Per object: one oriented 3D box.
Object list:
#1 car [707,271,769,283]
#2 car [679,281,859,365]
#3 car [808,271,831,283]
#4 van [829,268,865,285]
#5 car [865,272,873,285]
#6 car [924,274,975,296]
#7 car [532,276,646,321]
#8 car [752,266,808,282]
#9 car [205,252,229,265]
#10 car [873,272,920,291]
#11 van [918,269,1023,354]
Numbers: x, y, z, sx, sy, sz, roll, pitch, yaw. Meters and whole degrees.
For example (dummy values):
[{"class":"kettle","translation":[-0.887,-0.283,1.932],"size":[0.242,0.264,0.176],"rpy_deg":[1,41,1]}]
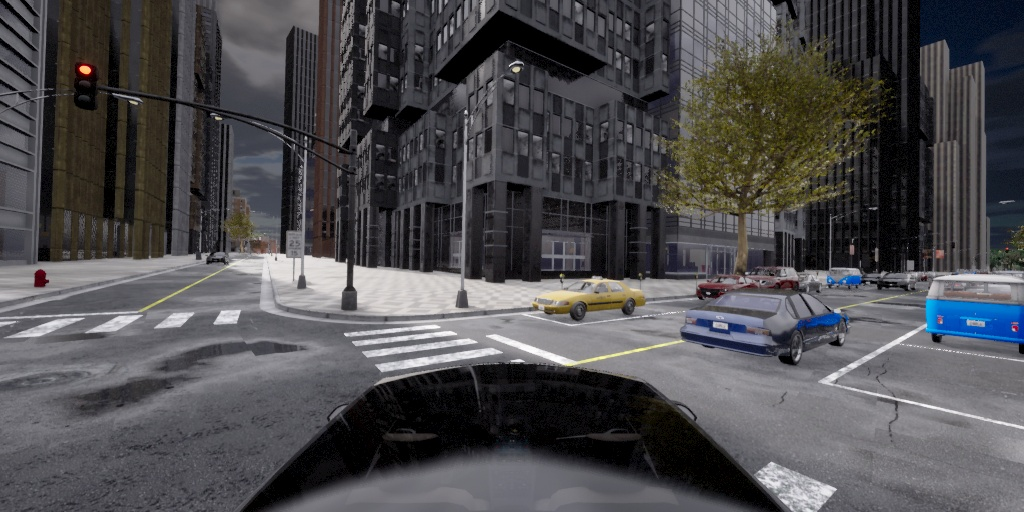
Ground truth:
[{"class":"car","translation":[11.775,1.692,19.424],"size":[4.507,1.381,1.888],"rpy_deg":[0,0,-35]},{"class":"car","translation":[6.167,1.469,8.503],"size":[5.357,1.411,2.033],"rpy_deg":[1,-1,-35]},{"class":"car","translation":[20.457,1.924,25.463],"size":[4.403,1.370,2.007],"rpy_deg":[0,0,-35]},{"class":"van","translation":[29.139,1.942,31.501],"size":[3.998,1.789,1.690],"rpy_deg":[0,0,-35]},{"class":"car","translation":[37.820,2.397,37.540],"size":[4.313,1.339,1.948],"rpy_deg":[0,0,-35]},{"class":"car","translation":[33.516,2.182,27.443],"size":[5.357,1.411,2.033],"rpy_deg":[2,-1,-34]},{"class":"car","translation":[2.949,1.448,13.292],"size":[4.829,1.417,1.751],"rpy_deg":[0,0,-35]},{"class":"car","translation":[16.117,1.574,22.443],"size":[5.009,1.841,2.192],"rpy_deg":[0,0,-35]},{"class":"car","translation":[-35.416,0.242,43.195],"size":[1.837,1.490,4.892],"rpy_deg":[2,0,-35]},{"class":"car","translation":[33.346,2.178,31.062],"size":[4.892,1.490,1.837],"rpy_deg":[2,-1,-35]},{"class":"van","translation":[12.390,1.385,9.467],"size":[3.998,1.789,1.690],"rpy_deg":[0,0,-35]}]
